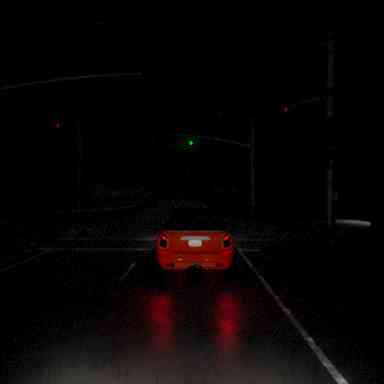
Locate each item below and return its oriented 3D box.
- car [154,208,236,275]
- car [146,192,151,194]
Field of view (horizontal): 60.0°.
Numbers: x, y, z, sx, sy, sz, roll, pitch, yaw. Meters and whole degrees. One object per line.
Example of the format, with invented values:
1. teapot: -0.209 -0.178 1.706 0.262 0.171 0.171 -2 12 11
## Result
1. car: 0.085 1.277 10.368 2.097 1.767 4.553 0 0 0
2. car: -10.994 0.833 73.710 4.553 1.767 2.097 0 0 24
